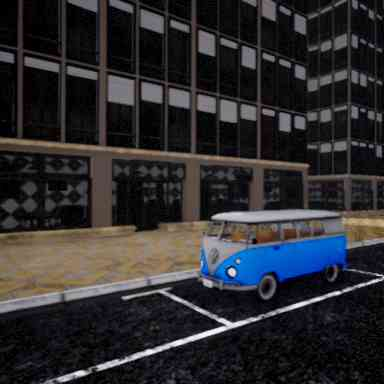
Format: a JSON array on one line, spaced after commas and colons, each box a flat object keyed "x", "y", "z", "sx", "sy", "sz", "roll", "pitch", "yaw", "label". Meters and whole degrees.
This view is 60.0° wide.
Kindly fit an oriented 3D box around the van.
[{"x": 2.041, "y": 1.343, "z": 8.011, "sx": 3.998, "sy": 1.788, "sz": 1.690, "roll": 0, "pitch": 0, "yaw": -36, "label": "van"}]
